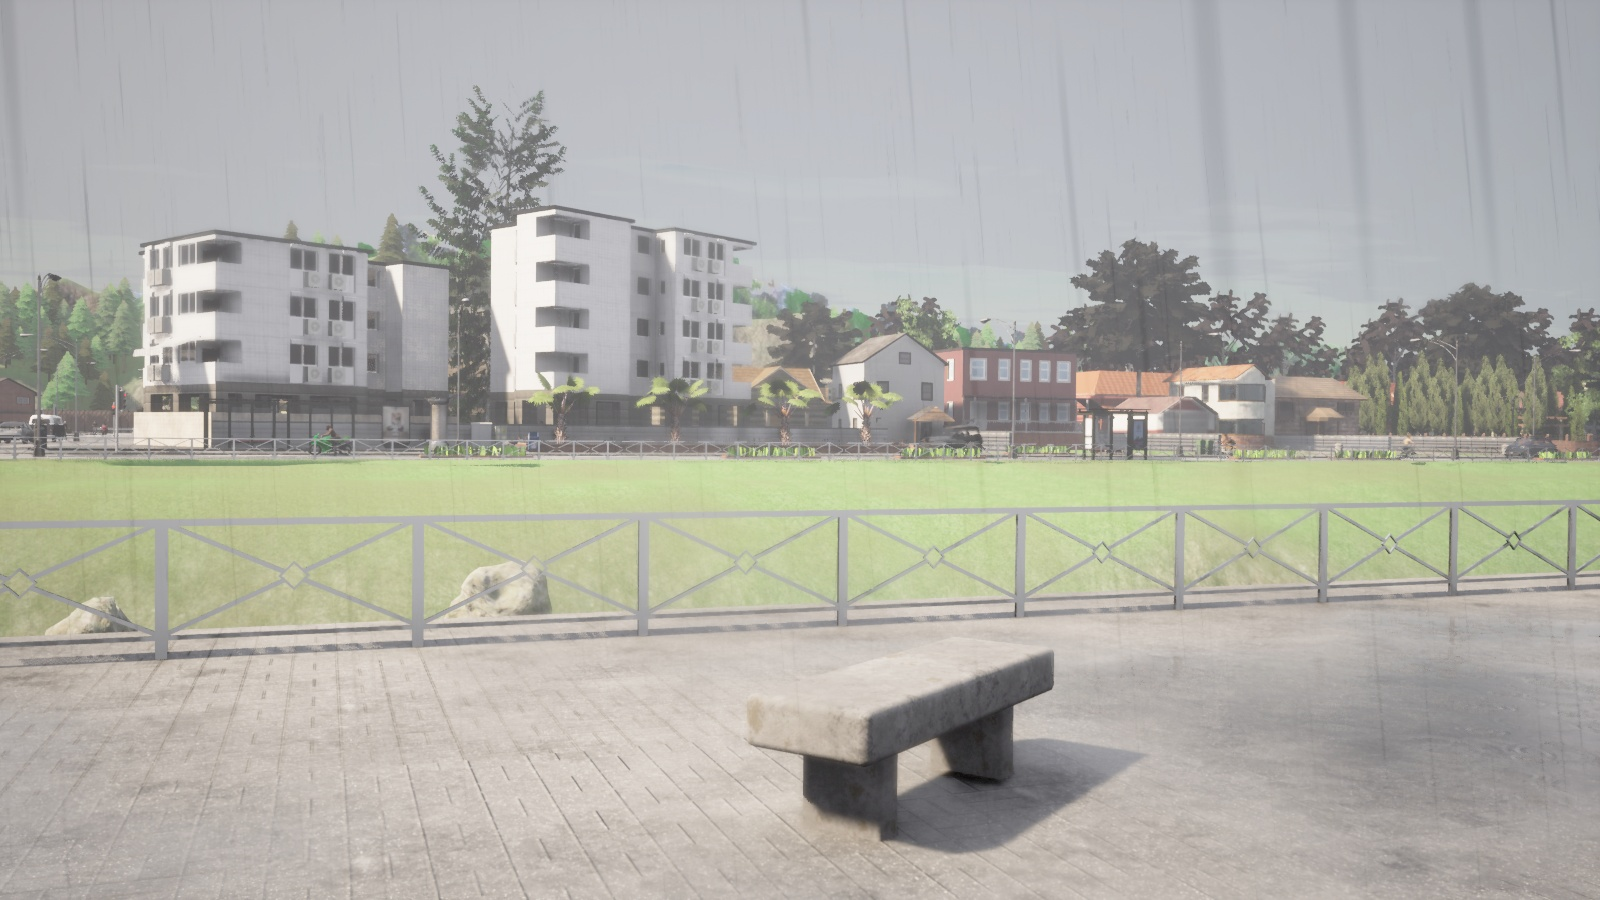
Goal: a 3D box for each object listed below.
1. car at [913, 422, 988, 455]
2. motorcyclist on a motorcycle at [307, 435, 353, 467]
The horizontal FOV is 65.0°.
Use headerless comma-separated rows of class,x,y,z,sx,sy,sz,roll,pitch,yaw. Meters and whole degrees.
car,8.753,-0.690,73.105,3.866,1.878,1.905,-1,1,-21
motorcyclist on a motorcycle,-22.863,0.033,61.111,2.044,1.523,0.797,-1,1,-21
